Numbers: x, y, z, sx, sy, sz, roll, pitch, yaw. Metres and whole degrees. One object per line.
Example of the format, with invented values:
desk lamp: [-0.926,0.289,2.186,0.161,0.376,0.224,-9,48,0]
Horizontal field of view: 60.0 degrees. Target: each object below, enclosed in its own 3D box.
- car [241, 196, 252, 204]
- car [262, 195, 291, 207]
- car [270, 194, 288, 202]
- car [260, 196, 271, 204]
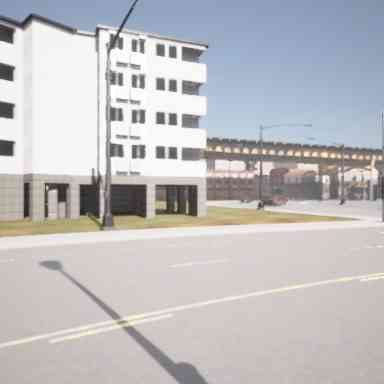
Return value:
car: [11.046,1.606,67.627,2.128,1.511,4.902,0,0,13]
car: [12.771,1.413,52.044,2.097,1.767,4.553,0,0,-20]
car: [20.434,1.447,78.005,2.097,1.767,4.553,0,0,44]
car: [14.946,1.569,67.917,2.128,1.511,4.902,0,0,12]
